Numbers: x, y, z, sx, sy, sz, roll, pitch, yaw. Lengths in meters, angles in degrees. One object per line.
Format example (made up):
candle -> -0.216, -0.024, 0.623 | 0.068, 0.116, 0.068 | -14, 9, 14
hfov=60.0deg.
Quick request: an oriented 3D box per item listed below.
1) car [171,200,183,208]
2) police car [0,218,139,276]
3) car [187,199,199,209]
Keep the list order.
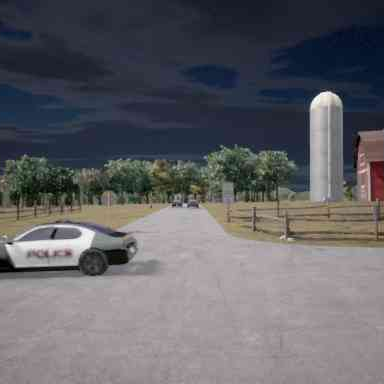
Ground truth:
car -> -2.584, 2.038, 59.087 | 2.033, 1.411, 5.357 | 0, -1, 0
police car -> -4.201, 1.632, 10.003 | 4.974, 1.542, 2.038 | -2, -1, 0
car -> 0.152, 1.929, 54.470 | 1.837, 1.490, 4.892 | 0, -1, 0
